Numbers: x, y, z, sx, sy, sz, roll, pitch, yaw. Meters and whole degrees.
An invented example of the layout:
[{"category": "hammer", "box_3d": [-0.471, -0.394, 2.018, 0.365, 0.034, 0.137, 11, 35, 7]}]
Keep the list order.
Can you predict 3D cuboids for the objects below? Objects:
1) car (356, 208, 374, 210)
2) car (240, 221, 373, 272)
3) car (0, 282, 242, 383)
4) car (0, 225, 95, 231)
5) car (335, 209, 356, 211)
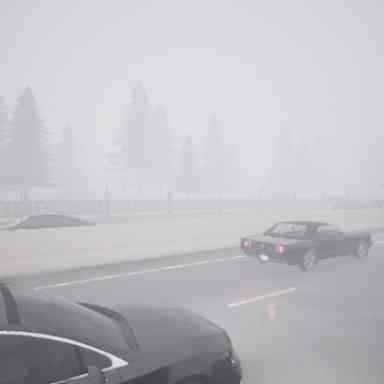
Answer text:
[{"category": "car", "box_3d": [19.941, 1.457, 35.359, 4.892, 1.490, 1.837, 1, 0, -35]}, {"category": "car", "box_3d": [3.882, 1.588, 10.812, 4.718, 1.301, 1.895, 0, 0, -35]}, {"category": "car", "box_3d": [-1.766, 1.505, 2.487, 4.892, 1.490, 1.837, 0, 0, -36]}, {"category": "car", "box_3d": [-5.947, 1.523, 12.648, 4.674, 1.442, 1.812, 0, 0, -35]}, {"category": "car", "box_3d": [17.861, 1.514, 38.175, 4.181, 1.385, 1.994, 0, 0, -35]}]
